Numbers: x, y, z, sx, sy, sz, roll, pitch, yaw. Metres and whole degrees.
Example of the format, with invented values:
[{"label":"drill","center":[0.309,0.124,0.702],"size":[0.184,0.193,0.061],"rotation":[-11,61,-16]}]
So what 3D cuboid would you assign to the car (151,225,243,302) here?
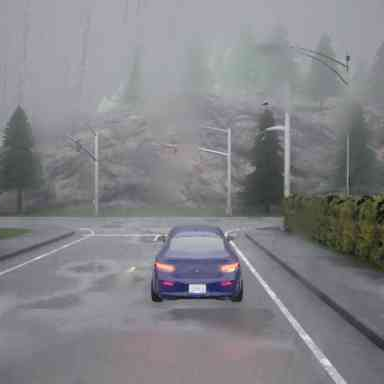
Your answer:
[{"label":"car","center":[0.107,1.526,8.130],"size":[1.812,1.442,4.674],"rotation":[0,0,0]}]
